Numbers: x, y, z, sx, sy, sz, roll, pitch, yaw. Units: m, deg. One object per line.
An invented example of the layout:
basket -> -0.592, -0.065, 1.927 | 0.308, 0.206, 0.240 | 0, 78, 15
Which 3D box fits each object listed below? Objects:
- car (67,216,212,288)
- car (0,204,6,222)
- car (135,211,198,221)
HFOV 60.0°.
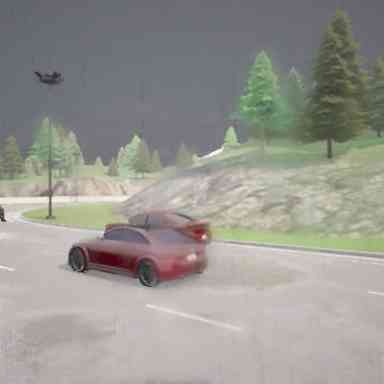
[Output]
car -> -1.633, 1.592, 9.420 | 4.181, 1.385, 1.994 | 0, 0, 36
car -> -16.454, 1.625, 27.127 | 1.837, 1.490, 4.892 | -1, 0, -37
car -> -1.550, 1.515, 13.670 | 5.008, 1.535, 1.882 | 0, 0, 36
